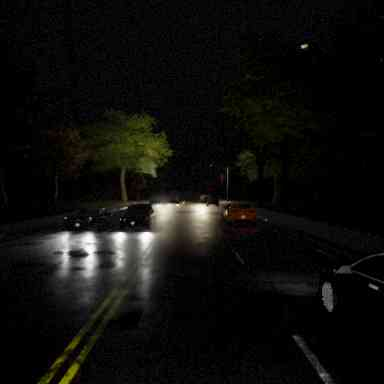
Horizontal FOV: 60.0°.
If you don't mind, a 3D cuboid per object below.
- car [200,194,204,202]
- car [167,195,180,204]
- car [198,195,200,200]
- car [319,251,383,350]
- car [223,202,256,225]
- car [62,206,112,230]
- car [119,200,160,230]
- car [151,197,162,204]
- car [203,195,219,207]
[{"bbox_3d":[3.138,1.372,62.897,2.097,1.767,4.553,0,0,0],"label":"car"},{"bbox_3d":[-3.390,1.372,61.508,2.097,1.767,4.553,0,0,0],"label":"car"},{"bbox_3d":[3.055,1.364,73.908,2.097,1.767,4.553,0,0,0],"label":"car"},{"bbox_3d":[3.348,1.504,4.490,1.837,1.490,4.892,0,0,0],"label":"car"},{"bbox_3d":[3.348,1.480,24.243,1.882,1.535,5.008,0,0,0],"label":"car"},{"bbox_3d":[-6.605,1.602,21.420,1.895,1.301,4.718,0,0,0],"label":"car"},{"bbox_3d":[-3.352,1.506,21.179,1.837,1.490,4.892,0,0,0],"label":"car"},{"bbox_3d":[-6.629,1.621,61.793,1.895,1.301,4.718,0,0,0],"label":"car"},{"bbox_3d":[3.198,1.521,51.916,1.837,1.490,4.892,0,0,0],"label":"car"}]
